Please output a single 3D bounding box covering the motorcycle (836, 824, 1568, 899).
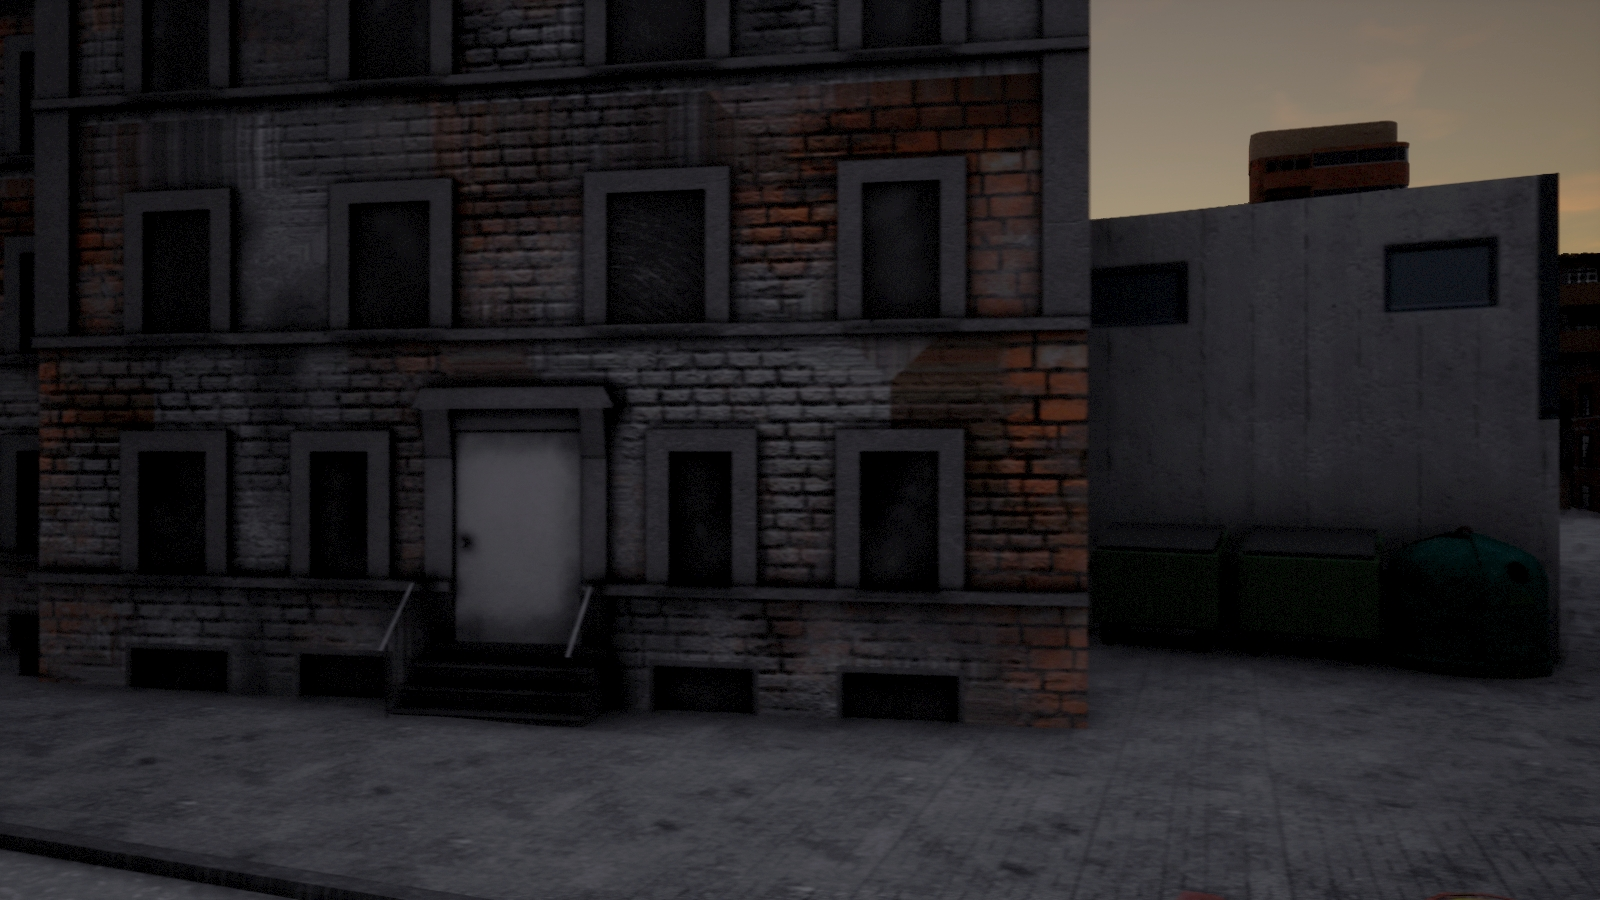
[{"bbox_3d":[1.256,1.985,3.375,2.209,1.251,0.867,0,0,20],"label":"motorcycle"}]
